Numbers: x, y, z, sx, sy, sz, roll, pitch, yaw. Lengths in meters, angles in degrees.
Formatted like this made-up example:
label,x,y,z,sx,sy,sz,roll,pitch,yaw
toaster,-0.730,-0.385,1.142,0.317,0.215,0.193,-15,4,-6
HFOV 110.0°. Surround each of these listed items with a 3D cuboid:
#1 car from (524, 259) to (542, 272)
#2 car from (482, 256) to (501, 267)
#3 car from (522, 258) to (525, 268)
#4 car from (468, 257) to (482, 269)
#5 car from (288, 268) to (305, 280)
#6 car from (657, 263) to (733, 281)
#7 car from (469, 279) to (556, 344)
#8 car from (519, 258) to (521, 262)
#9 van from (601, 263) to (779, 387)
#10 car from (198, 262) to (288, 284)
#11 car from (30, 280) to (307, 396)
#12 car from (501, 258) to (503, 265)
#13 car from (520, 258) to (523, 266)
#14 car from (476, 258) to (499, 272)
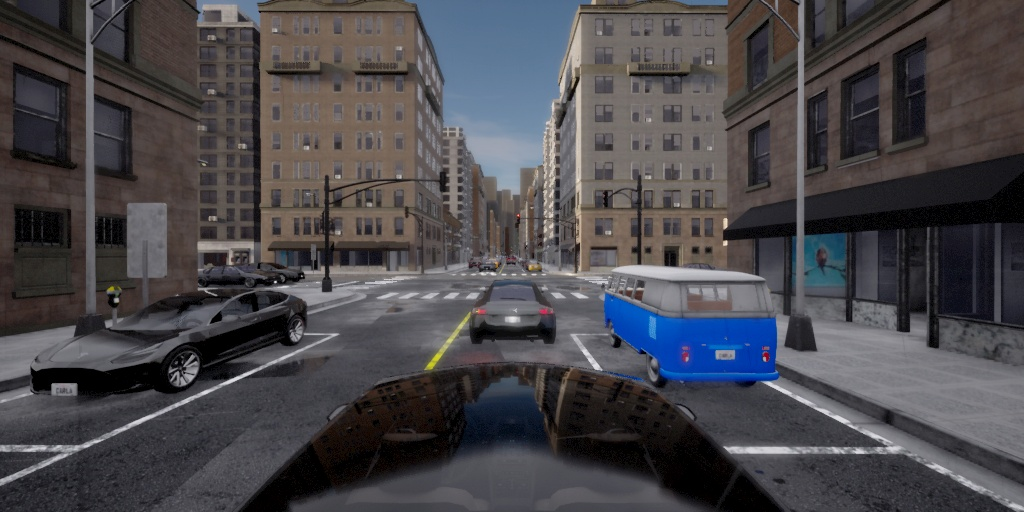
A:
label,x,y,z,sx,sy,sz,roll,pitch,yaw
car,2.908,1.267,46.029,1.751,1.417,4.829,0,0,0
car,-3.110,1.214,54.692,1.882,1.535,5.008,0,0,0
car,2.866,1.178,51.385,1.967,1.591,4.097,0,0,0
car,-5.702,1.050,56.845,2.192,1.841,5.009,0,0,0
car,-17.871,1.230,26.347,4.892,1.490,1.837,0,0,0
car,15.220,1.289,29.987,5.357,1.411,2.033,0,0,0
car,0.042,1.314,9.592,1.994,1.385,4.181,0,0,1
car,2.780,1.297,62.437,1.948,1.339,4.313,0,0,0
van,2.882,1.090,6.669,1.690,1.789,3.998,0,0,0
car,-17.901,1.282,23.095,5.357,1.411,2.033,0,0,0
car,-5.643,1.315,6.710,1.948,1.339,4.313,0,0,0
car,-3.152,1.330,64.957,1.895,1.301,4.718,0,0,0
car,2.823,1.286,56.911,2.007,1.370,4.403,0,0,0
car,-3.043,1.306,45.184,1.994,1.385,4.181,0,0,-1
